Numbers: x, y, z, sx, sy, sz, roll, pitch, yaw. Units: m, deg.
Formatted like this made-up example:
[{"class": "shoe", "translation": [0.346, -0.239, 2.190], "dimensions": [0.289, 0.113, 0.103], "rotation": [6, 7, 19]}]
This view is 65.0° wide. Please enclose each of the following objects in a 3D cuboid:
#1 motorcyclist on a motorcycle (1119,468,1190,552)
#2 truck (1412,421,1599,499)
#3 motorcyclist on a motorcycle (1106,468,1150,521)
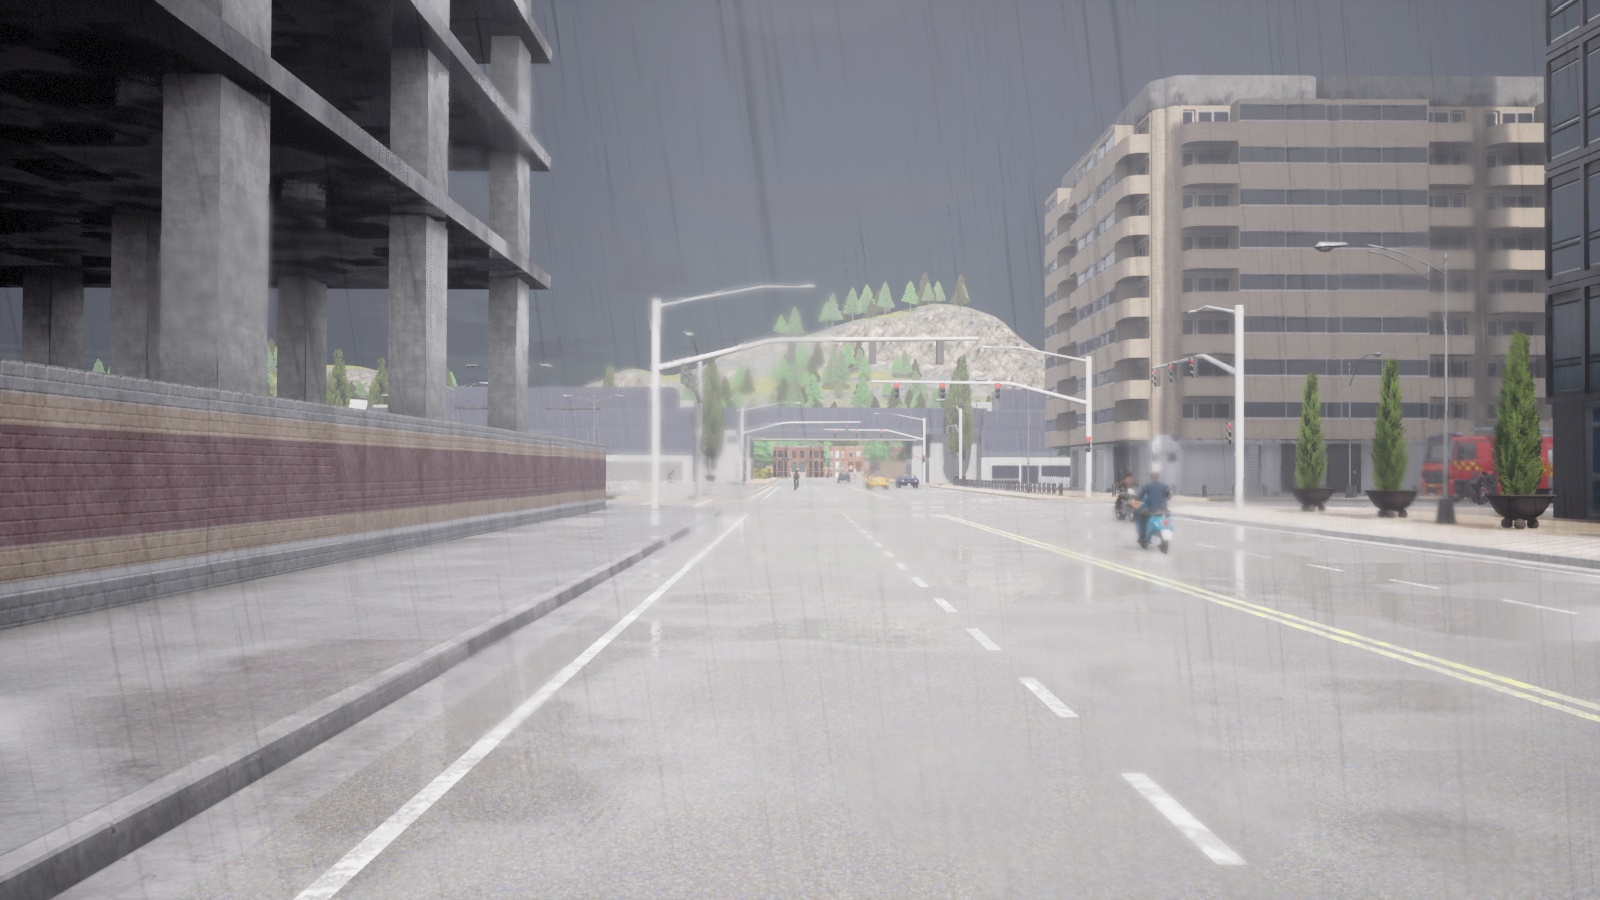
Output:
[{"class": "motorcyclist on a motorcycle", "translation": [6.950, 1.155, 24.707], "dimensions": [0.866, 1.590, 1.817], "rotation": [0, -1, -1]}, {"class": "truck", "translation": [35.948, 0.517, 63.563], "dimensions": [8.468, 3.827, 2.891], "rotation": [0, -1, 0]}, {"class": "motorcyclist on a motorcycle", "translation": [10.392, 1.391, 39.817], "dimensions": [0.766, 1.649, 2.350], "rotation": [0, -1, 0]}]
